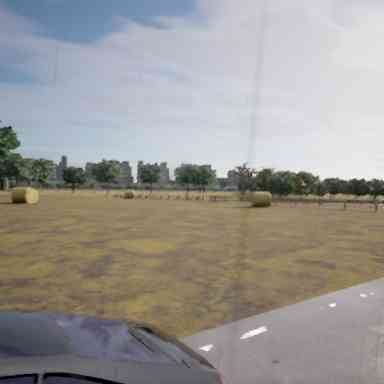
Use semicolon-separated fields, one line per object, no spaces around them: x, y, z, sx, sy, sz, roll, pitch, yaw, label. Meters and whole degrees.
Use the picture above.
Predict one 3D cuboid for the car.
-1.693;1.561;1.869;4.181;1.385;1.994;0;0;-35;car
